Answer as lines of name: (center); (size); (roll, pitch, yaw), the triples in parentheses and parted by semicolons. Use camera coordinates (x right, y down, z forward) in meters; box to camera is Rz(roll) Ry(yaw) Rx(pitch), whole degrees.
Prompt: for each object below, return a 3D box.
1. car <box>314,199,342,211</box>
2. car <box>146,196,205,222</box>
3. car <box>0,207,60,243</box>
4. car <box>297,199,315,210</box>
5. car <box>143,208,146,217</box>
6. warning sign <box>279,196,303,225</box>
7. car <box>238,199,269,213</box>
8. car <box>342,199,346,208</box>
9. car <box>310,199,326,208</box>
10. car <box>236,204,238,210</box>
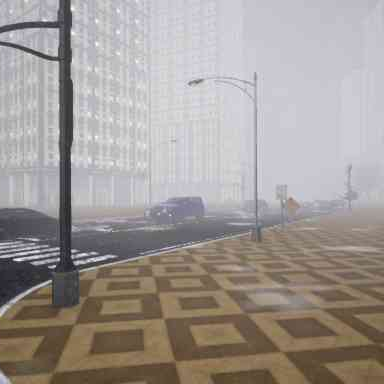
car: (18.796, 1.852, 45.886); (2.033, 1.411, 5.357); (0, 0, 31)
car: (-1.013, 1.399, 28.253); (2.150, 2.045, 5.566); (0, -1, 35)
car: (-8.850, 1.648, 16.782); (1.994, 1.385, 4.181); (0, 0, 35)
car: (16.286, 1.923, 47.999); (1.895, 1.301, 4.718); (0, 0, 32)
car: (-2.586, 1.697, 31.711); (2.128, 1.511, 4.902); (0, -1, 34)
warning sign: (6.824, 1.251, 22.958); (1.300, 1.860, 1.060); (0, 0, 34)
car: (7.935, 1.630, 41.416); (2.097, 1.767, 4.553); (0, -1, 34)
car: (24.191, 1.839, 54.740); (1.882, 1.535, 5.008); (0, 0, 31)
car: (21.466, 1.903, 56.514); (1.812, 1.442, 4.674); (0, 0, 31)
car: (7.997, 1.815, 47.353); (2.128, 1.511, 4.902); (0, -1, 33)
